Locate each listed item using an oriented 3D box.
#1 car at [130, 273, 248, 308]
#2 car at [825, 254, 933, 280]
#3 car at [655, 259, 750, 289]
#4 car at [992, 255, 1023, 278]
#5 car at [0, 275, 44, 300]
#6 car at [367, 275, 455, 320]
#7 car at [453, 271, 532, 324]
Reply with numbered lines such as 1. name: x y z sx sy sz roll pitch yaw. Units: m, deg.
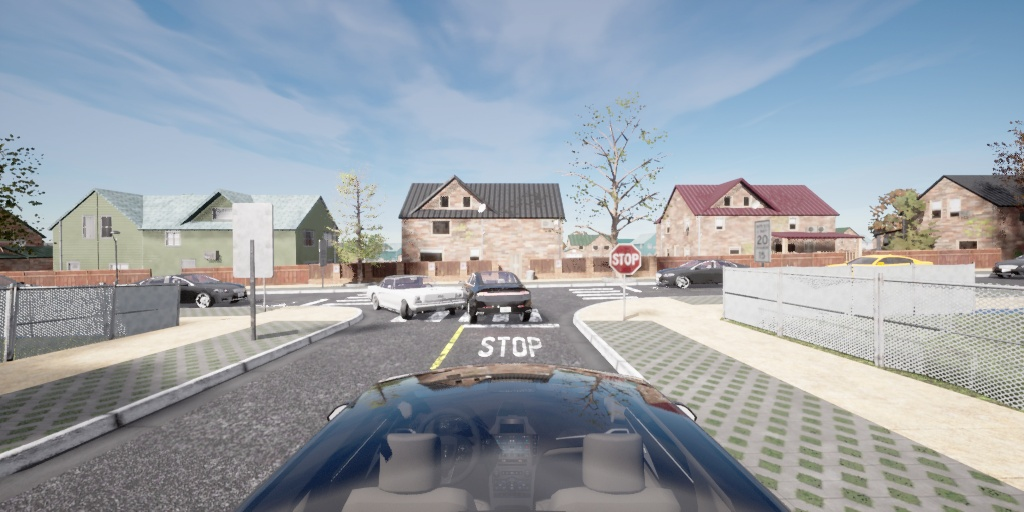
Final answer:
1. car: -14.895 1.566 16.439 4.902 1.511 2.128 -1 1 0
2. car: 19.769 0.690 19.514 5.008 1.535 1.882 -1 1 -1
3. car: 10.339 0.925 19.481 4.902 1.511 2.128 -1 1 0
4. car: 29.393 0.478 19.546 4.902 1.511 2.128 -1 1 0
5. car: -24.233 1.648 16.402 4.553 1.767 2.097 -1 1 0
6. car: -3.597 1.367 12.938 1.895 1.301 4.718 0 0 -38
7. car: -0.680 1.242 12.078 2.128 1.511 4.902 0 0 -12
